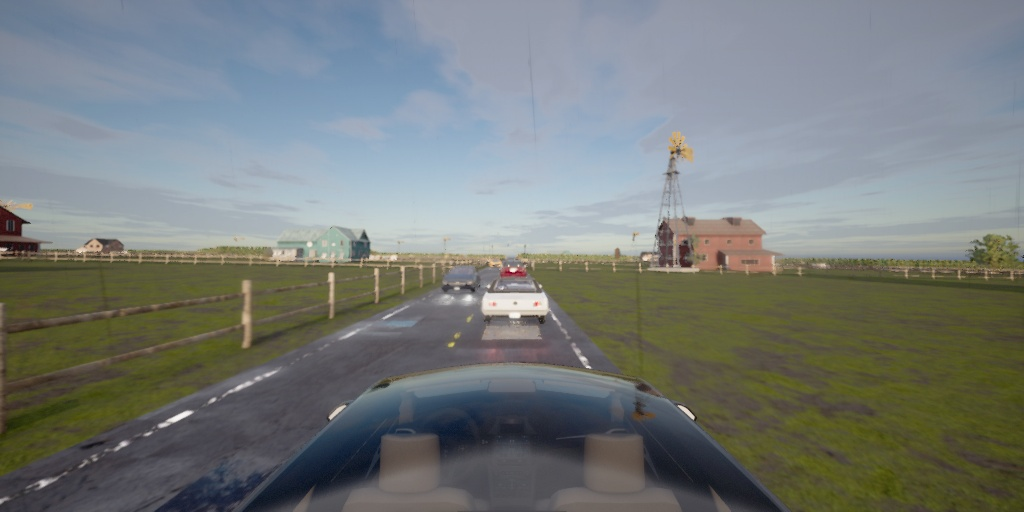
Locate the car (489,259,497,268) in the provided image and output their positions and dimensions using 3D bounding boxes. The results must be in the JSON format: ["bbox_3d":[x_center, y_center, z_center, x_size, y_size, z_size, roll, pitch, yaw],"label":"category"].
[{"bbox_3d":[-2.757,1.272,61.052,1.882,1.535,5.008,0,0,1],"label":"car"}]

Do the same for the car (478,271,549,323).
[{"bbox_3d":[0.089,1.355,12.136,1.895,1.301,4.718,0,0,0],"label":"car"}]

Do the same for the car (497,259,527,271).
[{"bbox_3d":[0.117,1.116,28.970,2.097,1.767,4.553,0,0,0],"label":"car"}]

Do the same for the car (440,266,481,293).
[{"bbox_3d":[-2.837,1.307,21.204,2.033,1.411,5.357,0,0,0],"label":"car"}]
